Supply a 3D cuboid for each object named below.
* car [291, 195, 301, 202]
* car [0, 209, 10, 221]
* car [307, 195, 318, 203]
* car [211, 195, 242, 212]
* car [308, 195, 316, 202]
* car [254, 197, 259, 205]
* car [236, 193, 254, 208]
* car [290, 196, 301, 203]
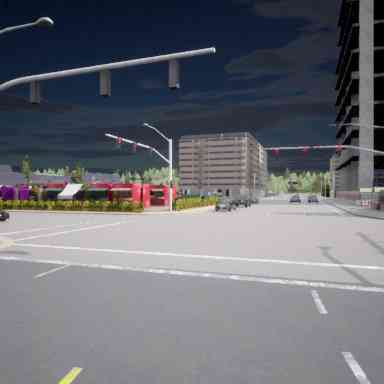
[{"bbox_3d":[24.596,1.540,78.461,2.033,1.411,5.357,0,0,19],"label":"car"},{"bbox_3d":[-16.477,1.619,26.074,4.181,1.385,1.994,0,0,19],"label":"car"},{"bbox_3d":[24.729,1.541,67.801,2.033,1.411,5.357,0,0,19],"label":"car"},{"bbox_3d":[4.116,1.491,39.756,2.128,1.511,4.902,0,0,19],"label":"car"},{"bbox_3d":[28.018,1.524,77.657,1.812,1.442,4.674,0,0,19],"label":"car"},{"bbox_3d":[10.826,1.564,59.644,1.994,1.385,4.181,0,0,19],"label":"car"},{"bbox_3d":[7.485,1.221,49.780,2.150,2.045,5.566,0,0,18],"label":"car"},{"bbox_3d":[21.519,1.555,69.236,1.994,1.385,4.181,0,0,19],"label":"car"}]
